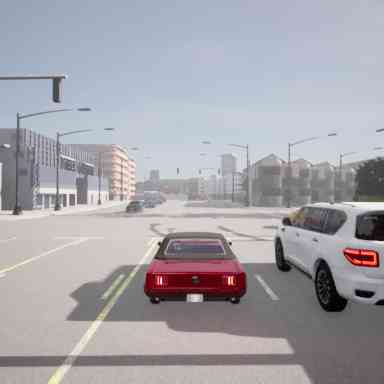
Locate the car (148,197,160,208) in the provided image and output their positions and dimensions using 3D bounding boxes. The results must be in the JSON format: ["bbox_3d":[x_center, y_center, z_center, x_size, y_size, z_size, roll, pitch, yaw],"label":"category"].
[{"bbox_3d":[-7.075,1.907,55.032,2.128,1.511,4.902,0,0,0],"label":"car"}]

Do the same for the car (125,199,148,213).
[{"bbox_3d":[-7.081,1.835,41.729,1.837,1.490,4.892,0,0,0],"label":"car"}]

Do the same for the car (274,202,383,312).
[{"bbox_3d":[3.565,1.234,7.875,2.150,2.045,5.566,0,0,0],"label":"car"}]

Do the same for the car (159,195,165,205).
[{"bbox_3d":[-7.007,1.855,67.071,1.812,1.442,4.674,0,1,1],"label":"car"}]

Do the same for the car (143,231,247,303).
[{"bbox_3d":[0.071,1.617,8.168,1.895,1.301,4.718,0,0,0],"label":"car"}]

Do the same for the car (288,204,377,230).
[{"bbox_3d":[8.986,1.574,21.680,5.008,1.535,1.882,0,0,7],"label":"car"}]

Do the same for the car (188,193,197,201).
[{"bbox_3d":[0.020,1.386,88.843,2.150,2.045,5.566,0,-1,0],"label":"car"}]

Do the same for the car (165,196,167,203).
[{"bbox_3d":[-6.983,1.537,77.409,2.097,1.767,4.553,0,1,0],"label":"car"}]

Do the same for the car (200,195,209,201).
[{"bbox_3d":[3.520,1.520,89.196,2.097,1.767,4.553,0,-1,0],"label":"car"}]
